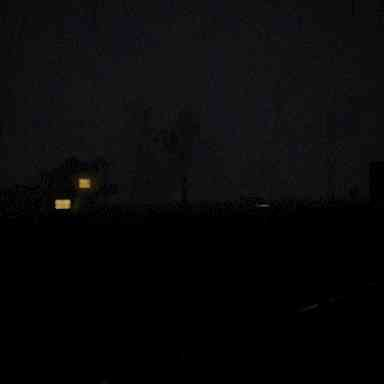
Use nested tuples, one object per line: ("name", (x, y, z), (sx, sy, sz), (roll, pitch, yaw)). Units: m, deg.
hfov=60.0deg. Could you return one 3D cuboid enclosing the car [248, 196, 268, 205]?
("car", (11.568, 1.523, 58.612), (1.837, 1.490, 4.892), (0, 0, -15))
